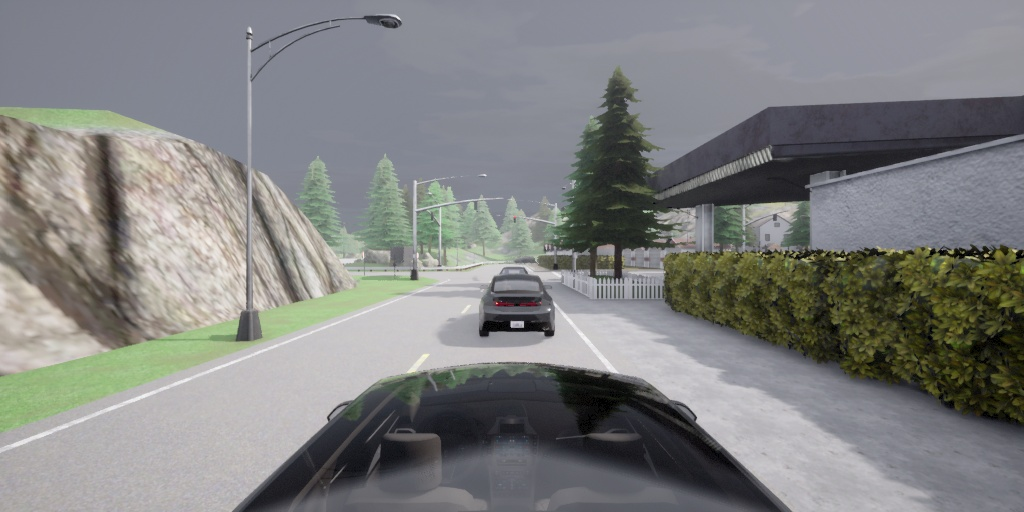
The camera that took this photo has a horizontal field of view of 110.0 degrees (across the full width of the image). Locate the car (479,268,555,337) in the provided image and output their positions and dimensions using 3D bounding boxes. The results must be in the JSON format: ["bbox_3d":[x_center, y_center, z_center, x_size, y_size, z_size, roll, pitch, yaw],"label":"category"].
[{"bbox_3d":[0.119,1.255,10.288,1.837,1.490,4.892,0,0,0],"label":"car"}]

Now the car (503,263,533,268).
[{"bbox_3d":[0.112,1.297,20.026,2.033,1.411,5.357,0,0,2],"label":"car"}]
